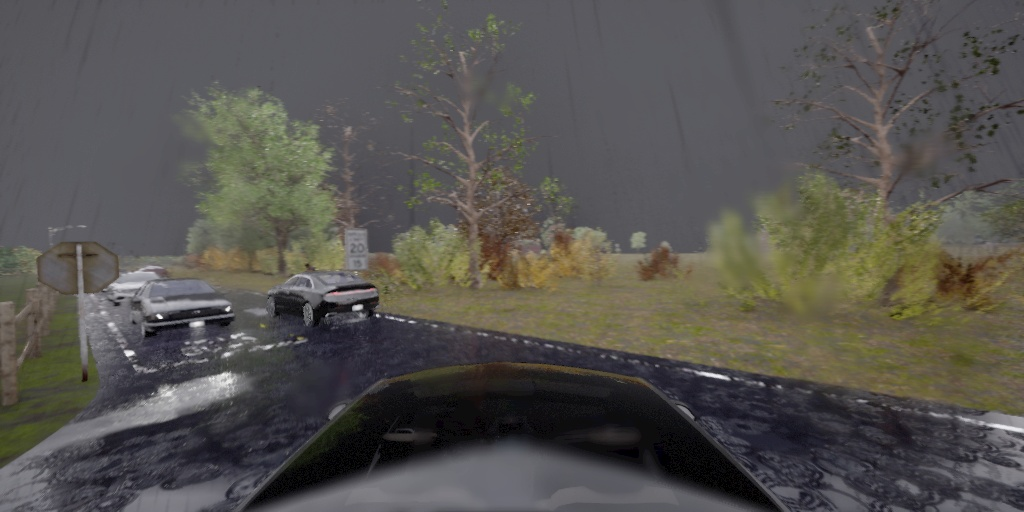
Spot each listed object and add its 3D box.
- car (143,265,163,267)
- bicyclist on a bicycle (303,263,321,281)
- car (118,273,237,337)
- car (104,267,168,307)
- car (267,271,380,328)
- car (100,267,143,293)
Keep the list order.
[{"bbox_3d":[-34.383,1.573,34.330,4.674,1.442,1.812,-1,1,39],"label":"car"},{"bbox_3d":[-10.697,1.201,19.046,0.582,1.620,1.656,-1,1,39],"label":"bicyclist on a bicycle"},{"bbox_3d":[-10.240,1.398,10.981,5.357,1.411,2.033,-1,1,39],"label":"car"},{"bbox_3d":[-17.874,1.458,17.156,4.674,1.442,1.812,-1,1,39],"label":"car"},{"bbox_3d":[-6.148,1.237,11.460,4.902,1.511,2.128,-1,1,39],"label":"car"},{"bbox_3d":[-25.972,1.620,23.736,4.718,1.301,1.895,-1,1,39],"label":"car"}]
